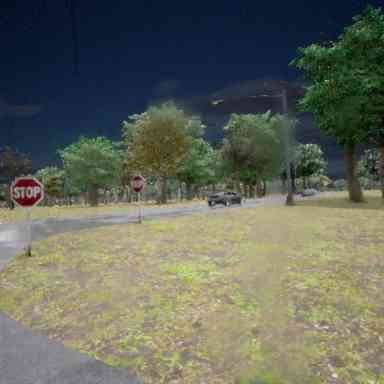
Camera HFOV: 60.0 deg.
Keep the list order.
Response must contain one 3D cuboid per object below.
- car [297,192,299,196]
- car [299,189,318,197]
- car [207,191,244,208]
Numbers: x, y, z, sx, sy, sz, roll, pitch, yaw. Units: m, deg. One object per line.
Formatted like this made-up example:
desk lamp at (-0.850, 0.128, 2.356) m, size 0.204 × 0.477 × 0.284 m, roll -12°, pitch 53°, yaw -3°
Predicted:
car at (25.735, 0.130, 76.908) m, size 1.895 × 1.301 × 4.718 m, roll -4°, pitch -1°, yaw 34°
car at (20.602, 0.140, 57.908) m, size 1.994 × 1.385 × 4.181 m, roll -4°, pitch -1°, yaw 29°
car at (3.256, 0.671, 31.624) m, size 1.837 × 1.490 × 4.892 m, roll -4°, pitch -1°, yaw 34°
